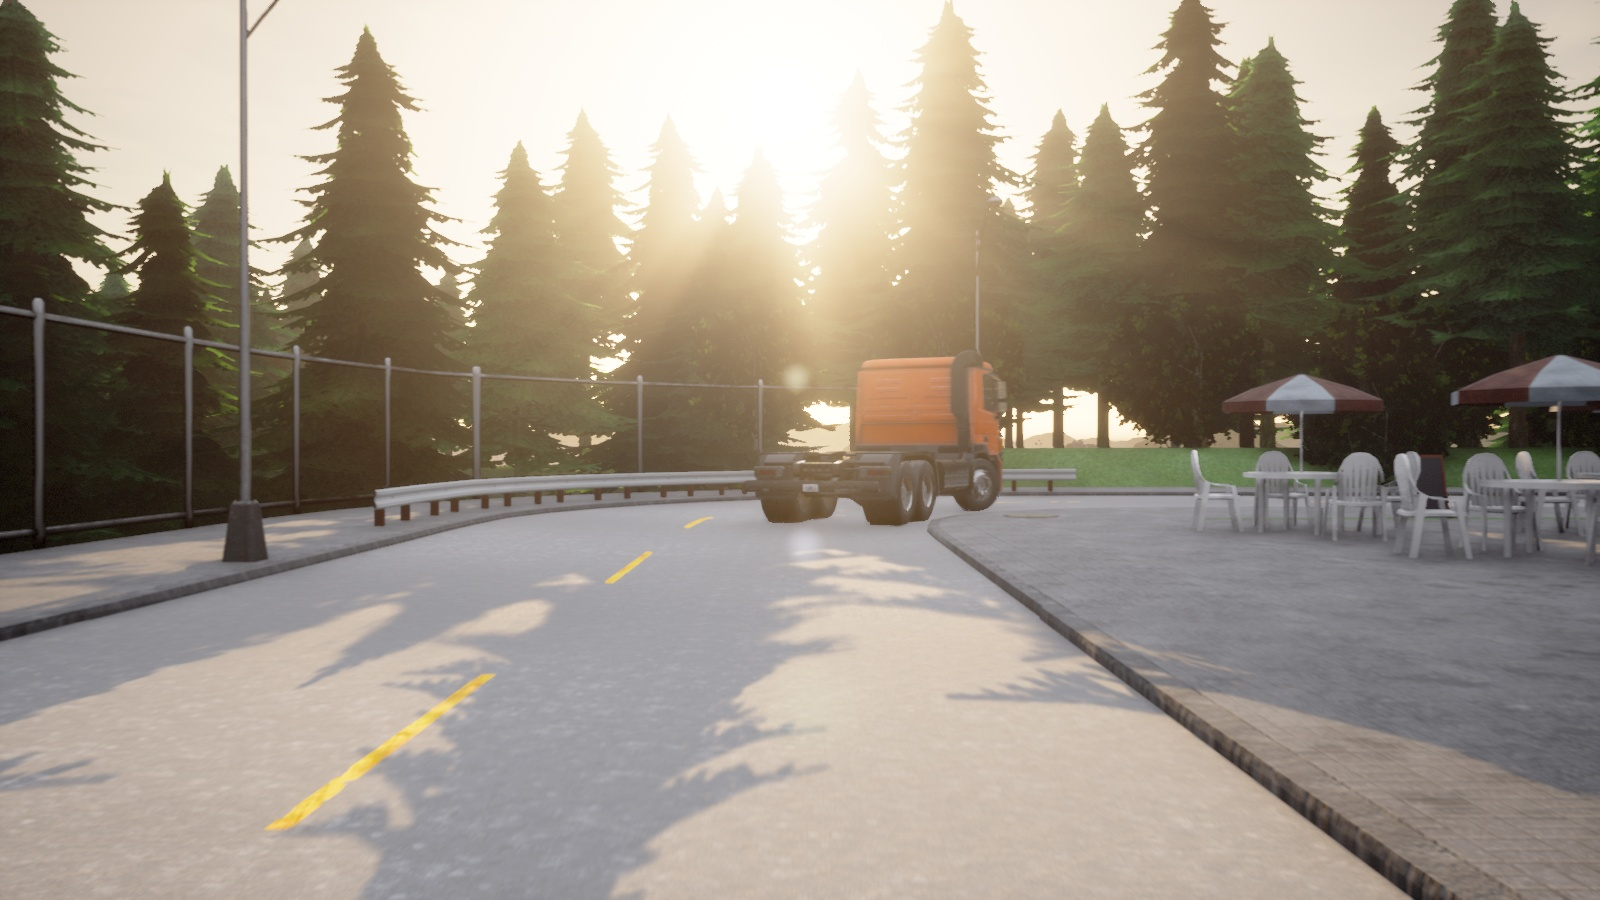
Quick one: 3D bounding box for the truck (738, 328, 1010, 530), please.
[{"bbox_3d":[1.842,-0.377,25.738,2.891,3.462,7.936,0,0,25],"label":"truck"}]
